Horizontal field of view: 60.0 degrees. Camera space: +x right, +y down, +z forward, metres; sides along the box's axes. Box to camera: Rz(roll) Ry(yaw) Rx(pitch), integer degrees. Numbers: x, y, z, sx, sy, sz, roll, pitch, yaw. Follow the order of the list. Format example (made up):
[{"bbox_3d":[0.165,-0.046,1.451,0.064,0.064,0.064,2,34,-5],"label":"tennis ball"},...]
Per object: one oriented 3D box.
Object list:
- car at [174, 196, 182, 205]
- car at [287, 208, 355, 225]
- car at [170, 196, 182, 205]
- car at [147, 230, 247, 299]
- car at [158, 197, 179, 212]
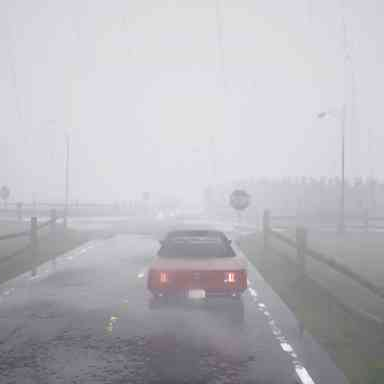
[{"bbox_3d":[-2.886,1.577,49.578,2.033,1.411,5.357,0,0,0],"label":"car"},{"bbox_3d":[9.948,1.887,26.040,4.718,1.301,1.895,1,-1,4],"label":"car"},{"bbox_3d":[-2.878,1.520,60.041,1.882,1.535,5.008,0,0,1],"label":"car"},{"bbox_3d":[0.094,1.602,8.376,1.895,1.301,4.718,0,0,0],"label":"car"},{"bbox_3d":[-2.888,1.582,39.326,1.994,1.385,4.181,0,0,-1],"label":"car"}]
